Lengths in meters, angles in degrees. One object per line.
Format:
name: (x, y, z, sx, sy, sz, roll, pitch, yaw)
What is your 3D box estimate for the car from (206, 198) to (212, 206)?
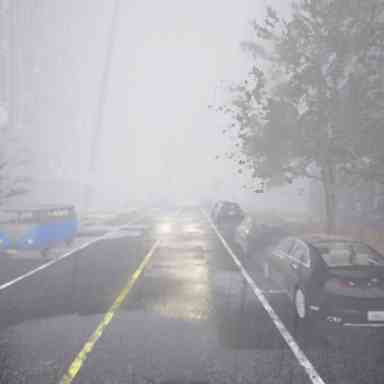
car: (2.596, 1.476, 29.769, 1.967, 1.590, 4.097, 0, 0, 0)

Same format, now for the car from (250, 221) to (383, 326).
car: (2.674, 1.561, 6.999, 2.008, 1.369, 4.403, 0, 0, 0)

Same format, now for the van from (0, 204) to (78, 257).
van: (-5.726, 1.370, 12.667, 1.690, 1.788, 3.998, 0, 0, 0)

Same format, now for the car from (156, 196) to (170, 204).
car: (-5.901, 1.605, 63.901, 1.887, 1.381, 4.507, 0, 0, 0)

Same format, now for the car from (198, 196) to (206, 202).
car: (2.421, 1.612, 81.000, 1.947, 1.339, 4.313, 0, 0, 0)

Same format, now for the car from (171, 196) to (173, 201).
car: (-5.960, 1.600, 80.979, 1.887, 1.381, 4.507, 0, 0, 0)

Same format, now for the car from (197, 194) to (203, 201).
car: (2.460, 1.616, 69.616, 1.947, 1.339, 4.313, 0, 0, 0)

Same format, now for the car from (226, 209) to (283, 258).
car: (2.654, 1.570, 12.692, 2.008, 1.369, 4.403, 0, 0, 0)

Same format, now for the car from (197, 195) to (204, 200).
car: (2.382, 1.606, 92.384, 1.947, 1.339, 4.313, 0, 0, 0)

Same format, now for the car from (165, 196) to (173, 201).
car: (-5.979, 1.619, 86.672, 1.947, 1.339, 4.313, 0, 0, 0)

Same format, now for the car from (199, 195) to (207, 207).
car: (2.518, 1.595, 52.539, 1.887, 1.381, 4.507, 0, 0, 0)

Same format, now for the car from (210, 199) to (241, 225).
car: (2.615, 1.471, 24.077, 1.967, 1.590, 4.097, 0, 0, 0)
